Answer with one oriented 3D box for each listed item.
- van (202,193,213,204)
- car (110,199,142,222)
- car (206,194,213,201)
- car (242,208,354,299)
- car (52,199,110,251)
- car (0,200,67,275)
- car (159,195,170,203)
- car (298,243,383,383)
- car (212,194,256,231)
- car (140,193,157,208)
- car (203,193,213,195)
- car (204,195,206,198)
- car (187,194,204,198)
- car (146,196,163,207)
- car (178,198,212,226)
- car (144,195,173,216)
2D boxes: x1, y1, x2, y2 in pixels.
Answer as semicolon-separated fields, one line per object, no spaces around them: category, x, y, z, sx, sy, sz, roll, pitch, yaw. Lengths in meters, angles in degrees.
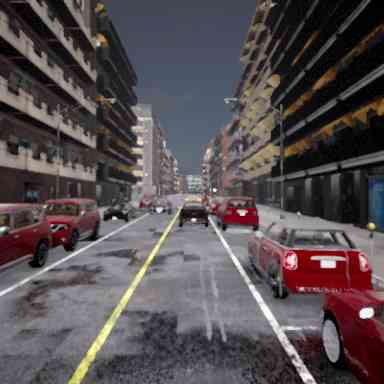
van;2.596;1.056;58.063;1.690;1.788;3.998;1;0;0
car;-5.279;1.419;24.941;1.947;1.339;4.313;1;0;0
car;2.574;1.265;30.406;1.967;1.590;4.097;1;0;0
car;2.600;1.388;8.281;1.967;1.590;4.097;1;0;0
car;-5.281;1.230;13.877;2.192;1.841;5.009;1;0;0
car;-5.285;1.263;8.347;2.192;1.841;5.009;1;0;0
car;-5.252;1.280;63.655;1.802;1.307;4.206;1;0;0
car;2.586;1.527;2.750;1.887;1.381;4.507;1;0;0
car;2.569;1.198;19.342;2.192;1.841;5.009;1;0;0
car;-5.261;1.090;41.529;2.192;1.841;5.009;1;0;0
car;2.593;1.048;52.531;2.192;1.841;5.009;1;0;0
car;2.579;1.357;41.469;1.802;1.307;4.206;1;0;0
car;0.132;1.254;41.117;1.882;1.535;5.008;0;0;0
car;-5.263;1.298;47.062;1.887;1.381;4.507;1;0;0
car;0.116;1.374;22.124;1.837;1.490;4.892;0;1;0
car;-2.727;1.317;30.285;2.128;1.511;4.902;0;0;0
